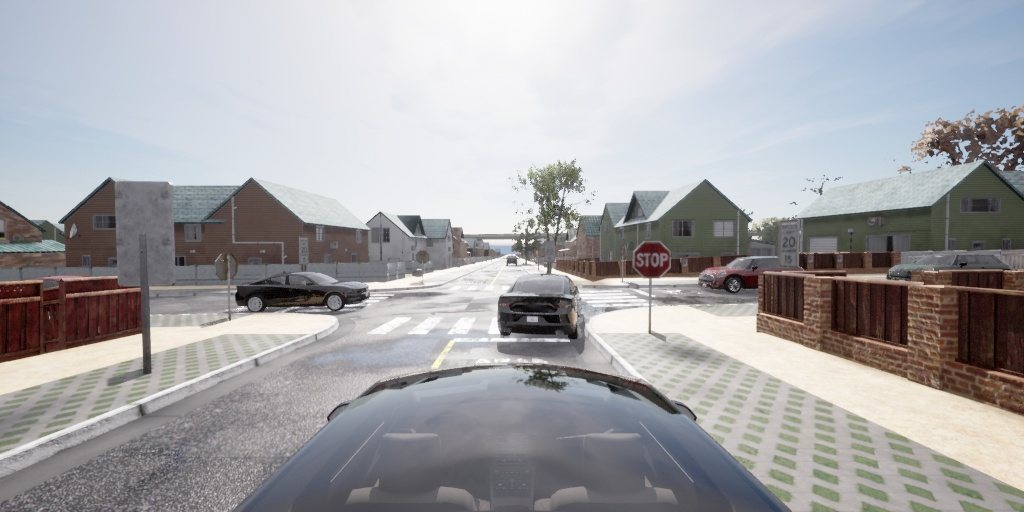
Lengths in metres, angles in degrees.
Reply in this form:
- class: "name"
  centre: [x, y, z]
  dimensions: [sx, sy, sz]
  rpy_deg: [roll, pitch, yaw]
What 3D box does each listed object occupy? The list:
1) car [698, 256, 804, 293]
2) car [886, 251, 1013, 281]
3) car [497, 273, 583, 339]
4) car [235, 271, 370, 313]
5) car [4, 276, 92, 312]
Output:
- class: "car"
  centre: [11.801, 0.820, 17.820]
  dimensions: [4.553, 1.767, 2.097]
  rpy_deg: [-1, 2, 0]
- class: "car"
  centre: [21.696, 0.646, 17.894]
  dimensions: [4.553, 1.767, 2.097]
  rpy_deg: [-1, 2, 0]
- class: "car"
  centre: [0.955, 1.224, 10.207]
  dimensions: [1.882, 1.535, 5.008]
  rpy_deg: [0, 0, 12]
- class: "car"
  centre: [-8.473, 1.376, 14.730]
  dimensions: [5.008, 1.535, 1.882]
  rpy_deg: [-1, 2, 0]
- class: "car"
  centre: [-18.026, 1.546, 14.665]
  dimensions: [5.008, 1.535, 1.882]
  rpy_deg: [-1, 2, 0]
